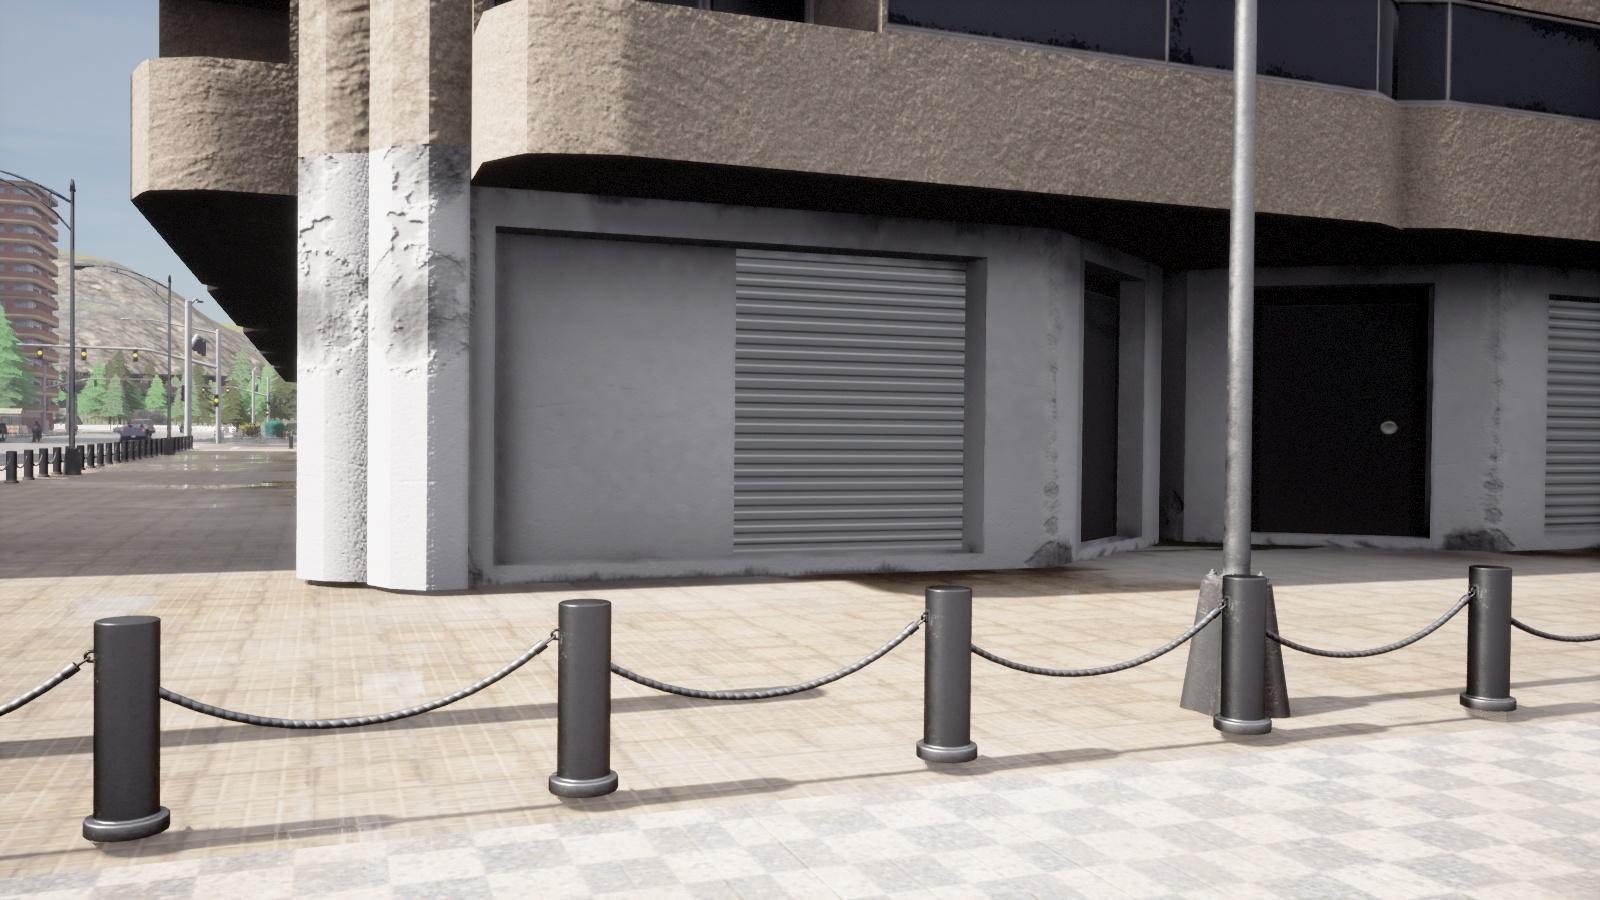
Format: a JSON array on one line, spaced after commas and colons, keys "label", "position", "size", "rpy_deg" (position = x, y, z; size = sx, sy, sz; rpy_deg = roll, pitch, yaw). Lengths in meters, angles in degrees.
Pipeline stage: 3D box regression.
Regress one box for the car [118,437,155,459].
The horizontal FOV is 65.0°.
[{"label": "car", "position": [-46.049, -0.164, 87.155], "size": [1.845, 1.501, 3.633], "rpy_deg": [-1, 1, -21]}]
